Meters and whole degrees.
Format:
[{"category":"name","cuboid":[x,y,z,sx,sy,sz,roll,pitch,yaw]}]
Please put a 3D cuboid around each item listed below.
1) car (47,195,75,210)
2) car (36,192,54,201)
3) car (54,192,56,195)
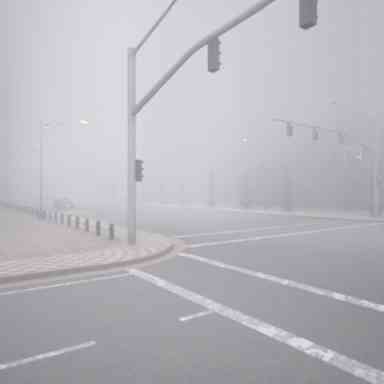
[{"category":"car","cuboid":[-15.783,1.428,40.817,2.128,1.511,4.902,0,0,-35]},{"category":"car","cuboid":[-37.186,1.153,84.092,2.150,2.045,5.566,0,0,-35]},{"category":"car","cuboid":[-34.531,1.449,86.405,1.812,1.442,4.674,0,0,-35]}]
